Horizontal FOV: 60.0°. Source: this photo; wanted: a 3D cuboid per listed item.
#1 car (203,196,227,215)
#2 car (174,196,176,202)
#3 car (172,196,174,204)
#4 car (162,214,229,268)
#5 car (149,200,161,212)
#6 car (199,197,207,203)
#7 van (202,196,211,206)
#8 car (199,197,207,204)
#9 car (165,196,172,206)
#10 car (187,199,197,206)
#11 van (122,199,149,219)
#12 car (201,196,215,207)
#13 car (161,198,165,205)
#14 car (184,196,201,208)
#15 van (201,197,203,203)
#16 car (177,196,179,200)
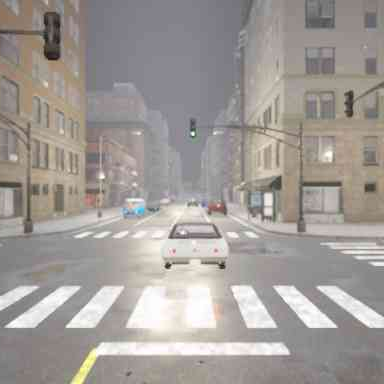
[{"bbox_3d":[2.731,1.549,36.679,2.192,1.841,5.009,0,0,0],"label":"car"},{"bbox_3d":[-5.343,2.037,74.525,1.947,1.339,4.313,0,0,0],"label":"car"},{"bbox_3d":[-5.348,1.988,69.119,2.008,1.369,4.403,0,0,0],"label":"car"},{"bbox_3d":[0.096,1.669,11.450,1.895,1.301,4.718,0,0,0],"label":"car"},{"bbox_3d":[-5.375,1.834,42.088,1.947,1.339,4.313,0,0,0],"label":"car"},{"bbox_3d":[2.721,1.978,85.333,1.967,1.590,4.097,0,0,0],"label":"car"},{"bbox_3d":[2.725,1.744,63.710,1.690,1.788,3.998,0,0,0],"label":"van"},{"bbox_3d":[2.722,2.031,80.097,1.752,1.417,4.829,0,0,0],"label":"car"},{"bbox_3d":[-5.354,1.928,63.544,1.752,1.417,4.829,0,0,0],"label":"car"},{"bbox_3d":[0.048,2.022,66.505,1.895,1.301,4.718,0,0,0],"label":"car"},{"bbox_3d":[-5.386,1.541,31.278,1.690,1.788,3.998,0,0,0],"label":"van"},{"bbox_3d":[2.726,1.684,58.304,2.192,1.841,5.009,0,0,0],"label":"car"},{"bbox_3d":[-5.370,1.847,47.495,1.887,1.381,4.507,0,0,0],"label":"car"},{"bbox_3d":[0.146,1.848,56.140,2.128,1.511,4.902,0,0,0],"label":"car"},{"bbox_3d":[2.727,1.677,52.898,1.690,1.788,3.998,0,0,0],"label":"van"},{"bbox_3d":[-5.327,2.154,90.744,1.802,1.307,4.206,0,0,0],"label":"car"}]
